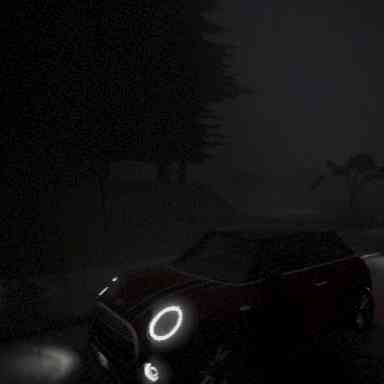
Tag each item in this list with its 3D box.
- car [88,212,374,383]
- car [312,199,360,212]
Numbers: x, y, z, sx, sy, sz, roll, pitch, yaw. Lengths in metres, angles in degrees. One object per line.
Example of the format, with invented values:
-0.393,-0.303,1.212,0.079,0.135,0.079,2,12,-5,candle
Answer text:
0.800,1.346,5.166,4.553,1.767,2.097,0,0,-35,car
14.871,1.461,34.547,1.837,1.490,4.892,0,0,-35,car
